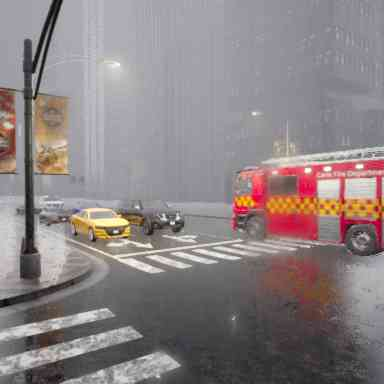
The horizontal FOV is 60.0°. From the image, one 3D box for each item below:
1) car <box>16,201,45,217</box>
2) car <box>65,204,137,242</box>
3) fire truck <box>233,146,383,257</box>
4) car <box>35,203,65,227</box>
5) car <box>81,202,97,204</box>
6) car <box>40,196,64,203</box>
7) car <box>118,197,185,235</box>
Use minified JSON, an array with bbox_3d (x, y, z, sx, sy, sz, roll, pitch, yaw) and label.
[{"bbox_3d":[-17.609,1.897,35.709,1.895,1.301,4.718,-1,0,-35],"label":"car"},{"bbox_3d":[-5.030,1.636,17.858,1.882,1.535,5.008,-1,0,-35],"label":"car"},{"bbox_3d":[5.559,0.373,14.317,2.891,3.827,8.468,0,0,-35],"label":"fire truck"},{"bbox_3d":[-10.242,1.781,25.260,1.994,1.385,4.181,-1,0,-35],"label":"car"},{"bbox_3d":[-8.944,1.680,29.048,1.882,1.535,5.008,-1,0,-35],"label":"car"},{"bbox_3d":[-17.322,1.516,40.966,2.150,2.045,5.566,-1,0,-34],"label":"car"},{"bbox_3d":[-2.717,1.354,20.181,2.150,2.045,5.566,-1,0,-37],"label":"car"}]
